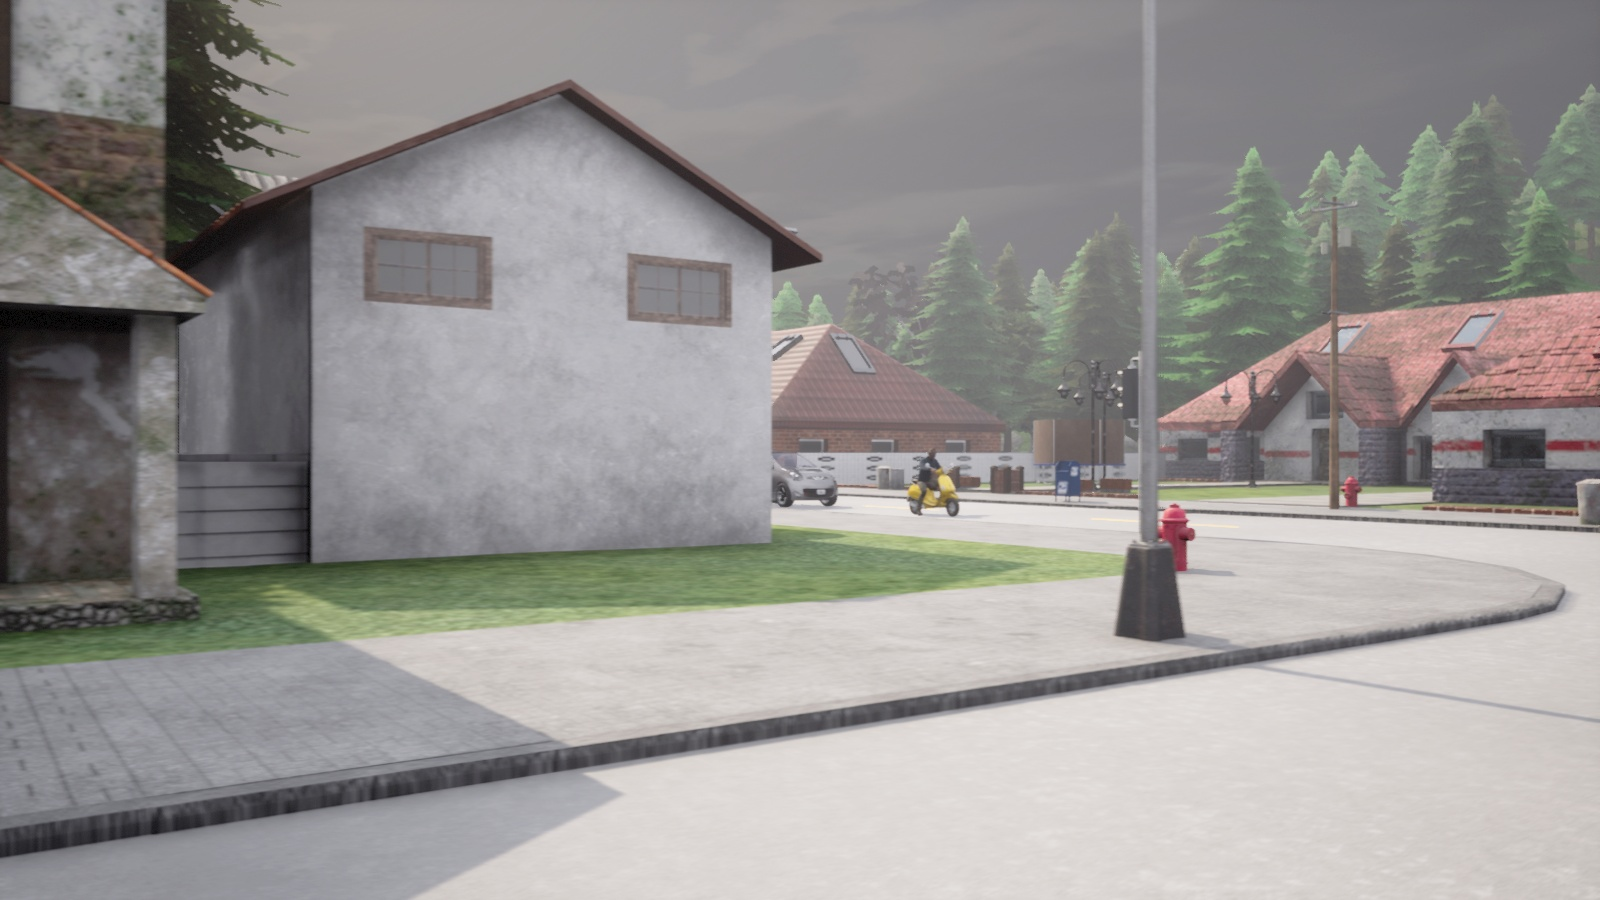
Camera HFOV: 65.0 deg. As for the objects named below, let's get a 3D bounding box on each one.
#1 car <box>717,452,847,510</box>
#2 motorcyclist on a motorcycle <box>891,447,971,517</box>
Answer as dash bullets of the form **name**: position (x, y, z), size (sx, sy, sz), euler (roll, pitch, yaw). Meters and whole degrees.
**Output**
- **car**: position (-0.533, 0.806, 34.527), size (1.845, 1.501, 3.633), euler (0, 0, -35)
- **motorcyclist on a motorcycle**: position (3.054, 0.725, 29.368), size (0.866, 1.590, 1.817), euler (0, 0, -35)
